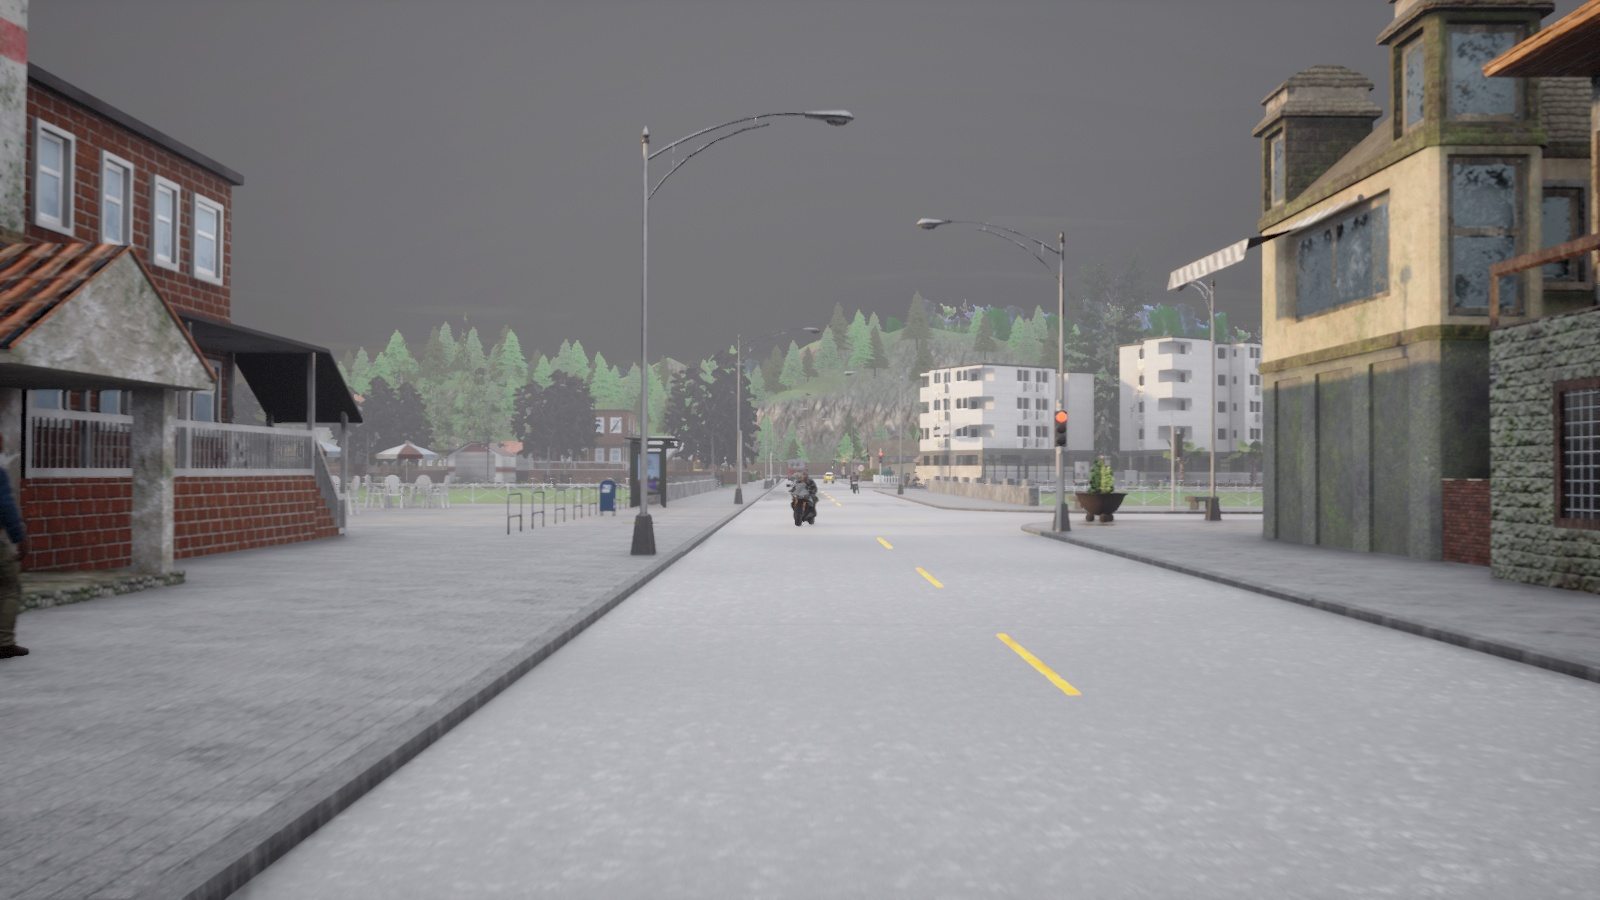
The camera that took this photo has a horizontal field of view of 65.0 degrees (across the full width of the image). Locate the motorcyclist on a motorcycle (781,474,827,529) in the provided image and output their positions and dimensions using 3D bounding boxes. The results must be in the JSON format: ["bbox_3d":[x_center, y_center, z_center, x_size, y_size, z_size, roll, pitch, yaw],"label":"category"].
[{"bbox_3d":[0.121,1.452,35.986,0.866,1.530,2.191,0,-1,12],"label":"motorcyclist on a motorcycle"}]

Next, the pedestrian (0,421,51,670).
[{"bbox_3d":[-6.056,0.706,9.407,0.370,1.835,0.726,0,-1,10],"label":"pedestrian"}]
